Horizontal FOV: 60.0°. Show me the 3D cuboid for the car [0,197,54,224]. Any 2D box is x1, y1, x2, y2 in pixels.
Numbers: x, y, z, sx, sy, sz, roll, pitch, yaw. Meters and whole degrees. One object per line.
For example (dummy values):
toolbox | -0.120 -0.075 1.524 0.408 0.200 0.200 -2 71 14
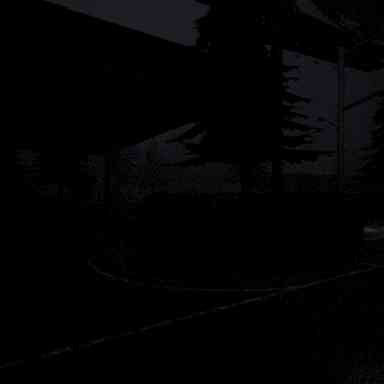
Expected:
car | -11.959 1.313 23.487 3.866 1.878 1.905 0 0 -36
